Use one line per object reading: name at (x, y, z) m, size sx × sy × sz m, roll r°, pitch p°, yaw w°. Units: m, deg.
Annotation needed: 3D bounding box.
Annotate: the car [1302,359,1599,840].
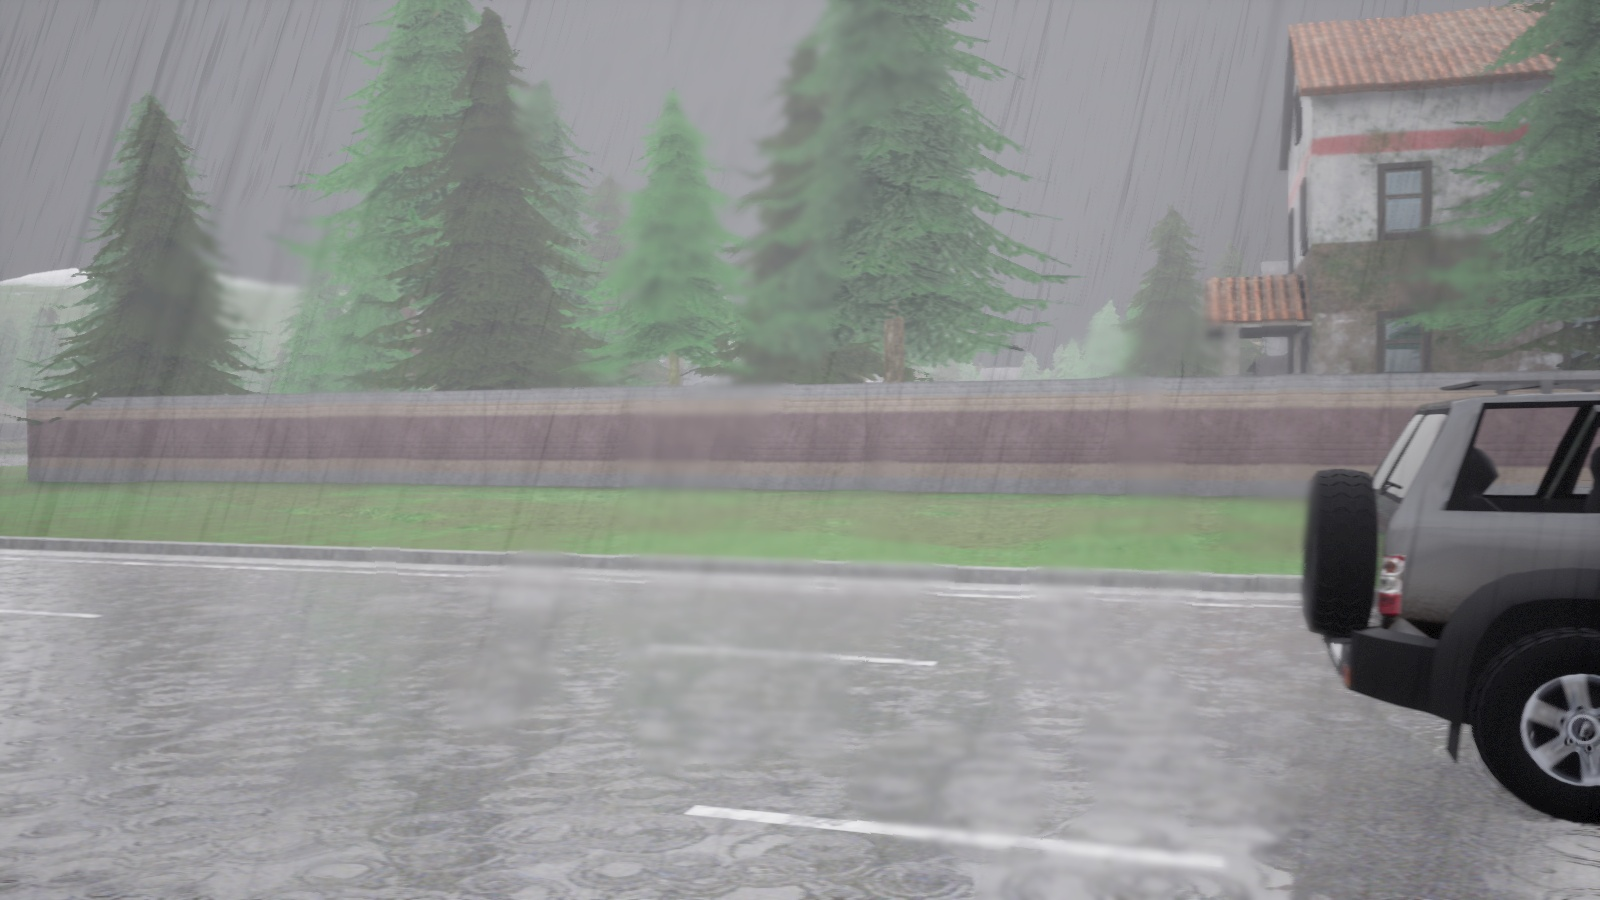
car at (4.666, 0.575, 5.314) m, size 4.605 × 1.855 × 1.932 m, roll 1°, pitch 1°, yaw 19°
